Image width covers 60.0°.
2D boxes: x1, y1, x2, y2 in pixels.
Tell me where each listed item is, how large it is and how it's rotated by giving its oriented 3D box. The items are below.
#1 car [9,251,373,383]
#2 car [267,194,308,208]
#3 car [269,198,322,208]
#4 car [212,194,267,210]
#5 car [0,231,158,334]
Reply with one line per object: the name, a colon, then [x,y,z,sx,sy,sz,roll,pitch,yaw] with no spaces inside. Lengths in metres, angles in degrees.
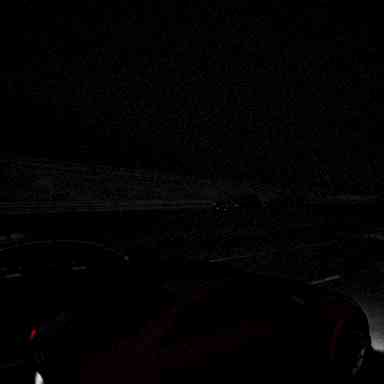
car: [0.325,1.566,4.006,4.181,1.385,1.994,0,0,-36]
car: [9.354,1.229,32.760,5.566,2.045,2.150,0,0,-36]
car: [9.209,1.500,28.270,4.902,1.511,2.128,0,0,-37]
car: [4.628,1.227,33.584,5.566,2.045,2.150,0,0,-37]
car: [-2.458,1.506,6.311,4.892,1.490,1.837,0,0,-36]
